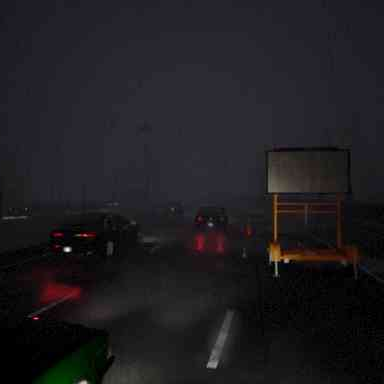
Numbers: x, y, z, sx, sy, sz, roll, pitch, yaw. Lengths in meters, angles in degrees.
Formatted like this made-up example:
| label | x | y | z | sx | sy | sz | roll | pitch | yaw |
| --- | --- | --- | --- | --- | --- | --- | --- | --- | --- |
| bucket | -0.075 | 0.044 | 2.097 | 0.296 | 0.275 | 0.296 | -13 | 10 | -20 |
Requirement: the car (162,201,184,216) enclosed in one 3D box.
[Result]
| label | x | y | z | sx | sy | sz | roll | pitch | yaw |
| --- | --- | --- | --- | --- | --- | --- | --- | --- | --- |
| car | -1.832 | 1.563 | 32.785 | 1.994 | 1.385 | 4.181 | 0 | 0 | -1 |

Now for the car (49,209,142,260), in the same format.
| label | x | y | z | sx | sy | sz | roll | pitch | yaw |
| --- | --- | --- | --- | --- | --- | --- | --- | --- | --- |
| car | -3.384 | 1.504 | 12.595 | 1.837 | 1.490 | 4.892 | 0 | 0 | 10 |

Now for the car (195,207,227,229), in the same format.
| label | x | y | z | sx | sy | sz | roll | pitch | yaw |
| --- | --- | --- | --- | --- | --- | --- | --- | --- | --- |
| car | 1.331 | 1.600 | 21.492 | 1.895 | 1.301 | 4.718 | 0 | 0 | 6 |

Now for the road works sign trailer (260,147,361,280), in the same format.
| label | x | y | z | sx | sy | sz | roll | pitch | yaw |
| --- | --- | --- | --- | --- | --- | --- | --- | --- | --- |
| road works sign trailer | 3.445 | 0.464 | 10.090 | 2.380 | 3.560 | 2.880 | 0 | 0 | 8 |

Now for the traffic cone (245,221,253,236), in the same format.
| label | x | y | z | sx | sy | sz | roll | pitch | yaw |
| --- | --- | --- | --- | --- | --- | --- | --- | --- | --- |
| traffic cone | 2.968 | 1.955 | 17.230 | 0.340 | 0.580 | 0.340 | 0 | 0 | 8 |

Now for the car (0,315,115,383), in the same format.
| label | x | y | z | sx | sy | sz | roll | pitch | yaw |
| --- | --- | --- | --- | --- | --- | --- | --- | --- | --- |
| car | -2.261 | 1.601 | 1.575 | 1.895 | 1.301 | 4.718 | 0 | 0 | 16 |

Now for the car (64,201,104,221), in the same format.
| label | x | y | z | sx | sy | sz | roll | pitch | yaw |
| --- | --- | --- | --- | --- | --- | --- | --- | --- | --- |
| car | -8.999 | 1.525 | 28.129 | 1.812 | 1.442 | 4.674 | 0 | 0 | 1 |

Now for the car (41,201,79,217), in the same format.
| label | x | y | z | sx | sy | sz | roll | pitch | yaw |
| --- | --- | --- | --- | --- | --- | --- | --- | --- | --- |
| car | -12.489 | 1.563 | 31.790 | 1.994 | 1.385 | 4.181 | 0 | 0 | -1 |
